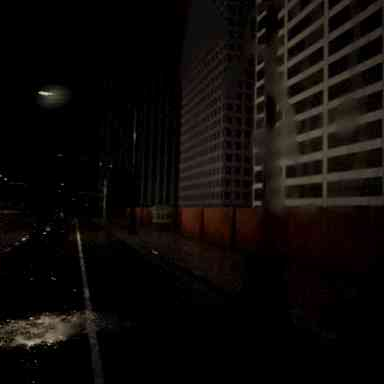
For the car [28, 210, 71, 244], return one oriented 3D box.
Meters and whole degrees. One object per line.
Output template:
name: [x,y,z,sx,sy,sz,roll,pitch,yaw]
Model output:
car: [-9.058,2.285,21.324,2.097,1.767,4.553,3,-3,-19]
